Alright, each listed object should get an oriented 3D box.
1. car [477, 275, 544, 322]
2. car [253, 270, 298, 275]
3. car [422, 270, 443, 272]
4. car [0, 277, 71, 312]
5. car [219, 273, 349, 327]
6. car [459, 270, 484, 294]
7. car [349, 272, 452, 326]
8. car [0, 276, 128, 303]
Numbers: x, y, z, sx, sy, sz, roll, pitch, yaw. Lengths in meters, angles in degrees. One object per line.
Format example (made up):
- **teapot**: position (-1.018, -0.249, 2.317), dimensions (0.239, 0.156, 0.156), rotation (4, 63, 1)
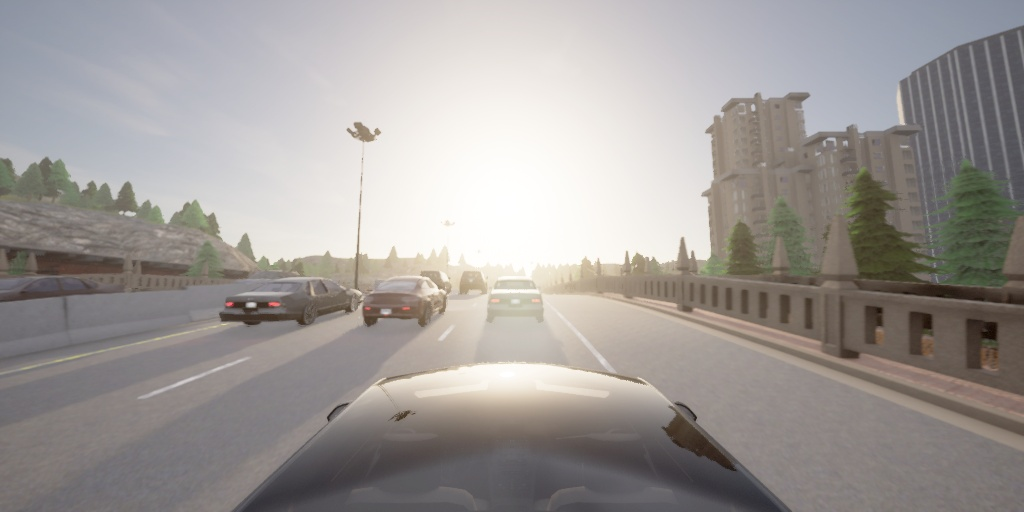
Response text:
- **car**: position (0.102, 1.442, 12.878), dimensions (2.033, 1.411, 5.357), rotation (0, -2, 0)
- **car**: position (-14.095, 1.615, 20.900), dimensions (2.097, 1.767, 4.553), rotation (0, -4, 0)
- **car**: position (-6.895, 2.432, 32.365), dimensions (2.150, 2.045, 5.566), rotation (0, -6, 0)
- **car**: position (-21.097, 1.532, 13.998), dimensions (1.895, 1.301, 4.718), rotation (0, -2, 0)
- **car**: position (-6.898, 1.417, 11.995), dimensions (2.033, 1.411, 5.357), rotation (0, -2, 0)
- **car**: position (-3.395, 2.434, 32.382), dimensions (2.150, 2.045, 5.566), rotation (0, -6, 0)
- **car**: position (-3.412, 1.395, 12.010), dimensions (1.812, 1.442, 4.674), rotation (0, -2, 0)
- **car**: position (-17.598, 1.454, 13.248), dimensions (2.033, 1.411, 5.357), rotation (0, -2, 0)
